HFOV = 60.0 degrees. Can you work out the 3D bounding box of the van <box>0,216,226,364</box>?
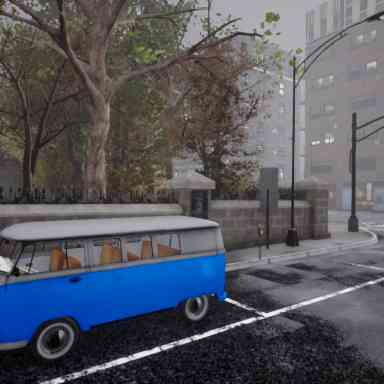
[{"bbox_3d":[-1.276,1.342,5.581,3.998,1.788,1.690,0,1,-35],"label":"van"}]
